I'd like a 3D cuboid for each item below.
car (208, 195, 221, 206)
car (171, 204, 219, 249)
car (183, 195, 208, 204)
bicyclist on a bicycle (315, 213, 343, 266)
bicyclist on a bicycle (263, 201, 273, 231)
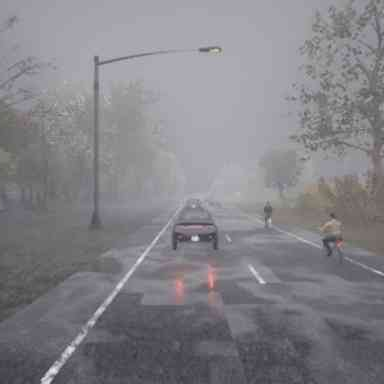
[{"bbox_3d":[3.718,1.672,55.795,1.994,1.385,4.181,0,0,0],"label":"car"},{"bbox_3d":[0.127,1.519,14.652,2.128,1.511,4.902,0,0,0],"label":"car"},{"bbox_3d":[0.169,1.414,33.260,2.097,1.767,4.553,0,0,0],"label":"car"},{"bbox_3d":[4.460,1.461,10.640,0.866,1.612,1.509,0,0,0],"label":"bicyclist on a bicycle"},{"bbox_3d":[4.507,1.412,19.867,0.659,1.776,1.843,0,0,0],"label":"bicyclist on a bicycle"}]
